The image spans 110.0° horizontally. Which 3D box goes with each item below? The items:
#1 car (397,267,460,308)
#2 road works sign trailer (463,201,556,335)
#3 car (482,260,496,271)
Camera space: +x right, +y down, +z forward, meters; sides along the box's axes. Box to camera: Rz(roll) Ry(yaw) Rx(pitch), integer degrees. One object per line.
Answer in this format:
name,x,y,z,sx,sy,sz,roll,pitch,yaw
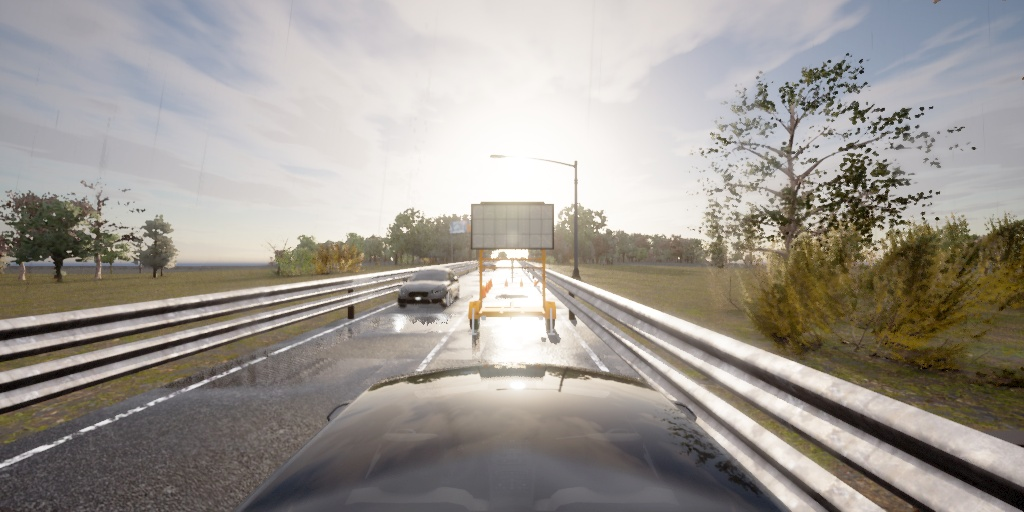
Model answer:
car,-3.344,1.258,15.190,1.837,1.490,4.892,0,0,0
road works sign trailer,0.014,0.217,10.494,2.380,3.560,2.880,0,0,0
car,-3.231,1.254,49.356,2.128,1.511,4.902,0,0,0
